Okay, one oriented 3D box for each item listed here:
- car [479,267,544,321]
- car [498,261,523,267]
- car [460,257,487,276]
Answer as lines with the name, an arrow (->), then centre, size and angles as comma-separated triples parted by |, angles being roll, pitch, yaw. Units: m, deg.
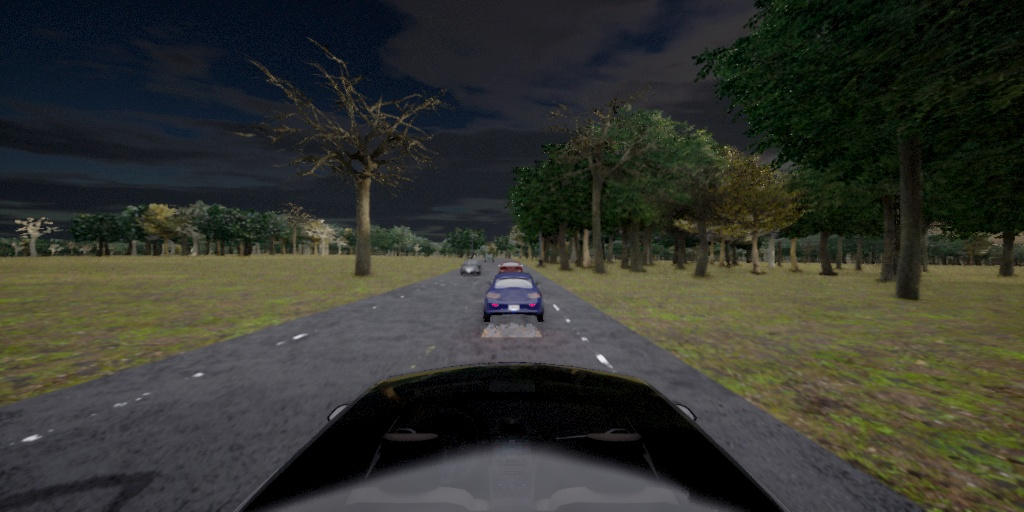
car -> 0.056, 1.264, 12.259 | 1.812, 1.442, 4.674 | 0, 0, 0
car -> -0.101, 1.132, 29.496 | 1.882, 1.535, 5.008 | 0, 0, -1
car -> -3.874, 1.106, 34.618 | 2.128, 1.511, 4.902 | 0, 0, -1
